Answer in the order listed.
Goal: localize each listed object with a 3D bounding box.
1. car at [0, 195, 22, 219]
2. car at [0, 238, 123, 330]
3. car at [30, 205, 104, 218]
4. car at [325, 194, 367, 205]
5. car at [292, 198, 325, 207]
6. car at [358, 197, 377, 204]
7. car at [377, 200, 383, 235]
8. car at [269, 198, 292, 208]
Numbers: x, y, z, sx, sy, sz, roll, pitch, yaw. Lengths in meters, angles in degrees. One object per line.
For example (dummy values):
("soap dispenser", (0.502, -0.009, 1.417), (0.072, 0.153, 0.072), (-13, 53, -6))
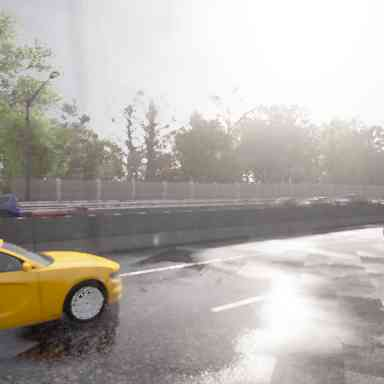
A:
("car", (-14.689, 1.223, 22.648), (5.566, 2.045, 2.150), (0, 0, -38))
("car", (-3.624, 1.478, 5.462), (5.008, 1.535, 1.882), (0, 0, -35))
("car", (-8.790, 1.598, 23.517), (4.718, 1.301, 1.895), (0, 0, -35))
("car", (18.337, 1.213, 38.554), (5.566, 2.045, 2.150), (0, 0, -35))
("car", (14.749, 1.497, 40.292), (4.892, 1.490, 1.837), (0, 0, -35))
("car", (20.036, 1.555, 35.464), (4.181, 1.385, 1.994), (0, 0, -35))
("car", (11.242, 1.342, 16.062), (4.553, 1.767, 2.097), (0, 0, -35))
("car", (11.958, 1.496, 42.600), (4.892, 1.490, 1.837), (0, 0, -35))
